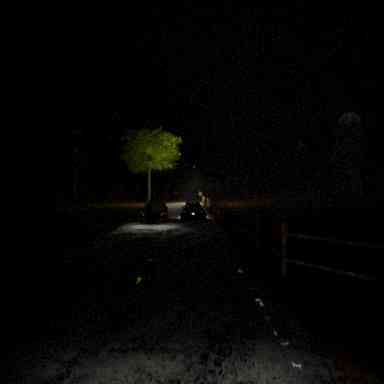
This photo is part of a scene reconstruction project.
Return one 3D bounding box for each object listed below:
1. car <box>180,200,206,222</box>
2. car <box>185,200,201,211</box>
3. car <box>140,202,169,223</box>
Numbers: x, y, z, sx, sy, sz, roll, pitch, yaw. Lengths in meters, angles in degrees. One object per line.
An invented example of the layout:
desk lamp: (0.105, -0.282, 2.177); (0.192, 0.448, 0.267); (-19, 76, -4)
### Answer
car: (0.098, 1.608, 26.816); (1.994, 1.385, 4.181); (0, 0, 0)
car: (0.096, 1.697, 43.068); (1.895, 1.301, 4.718); (0, 0, 0)
car: (-2.850, 1.519, 26.118); (1.882, 1.535, 5.008); (0, 0, 0)
